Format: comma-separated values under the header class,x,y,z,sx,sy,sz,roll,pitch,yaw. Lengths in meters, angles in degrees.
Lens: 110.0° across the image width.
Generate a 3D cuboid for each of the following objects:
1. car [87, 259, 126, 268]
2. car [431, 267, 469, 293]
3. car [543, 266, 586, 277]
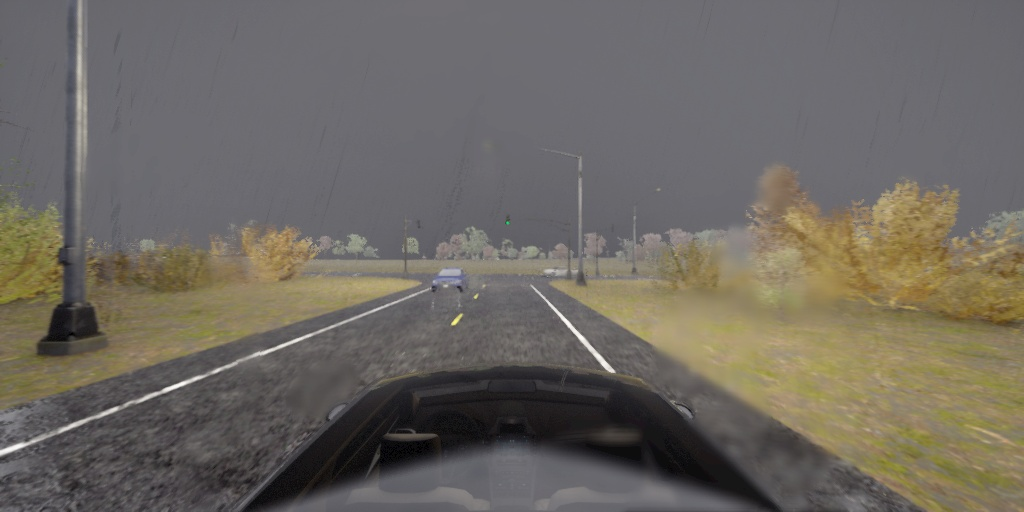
class,x,y,z,sx,sy,sz,roll,pitch,yaw
car,-46.167,1.011,40.243,4.181,1.385,1.994,1,0,1
car,-3.764,1.450,22.478,1.812,1.442,4.674,0,-1,-1
car,6.004,1.803,41.142,4.718,1.301,1.895,1,0,-3
